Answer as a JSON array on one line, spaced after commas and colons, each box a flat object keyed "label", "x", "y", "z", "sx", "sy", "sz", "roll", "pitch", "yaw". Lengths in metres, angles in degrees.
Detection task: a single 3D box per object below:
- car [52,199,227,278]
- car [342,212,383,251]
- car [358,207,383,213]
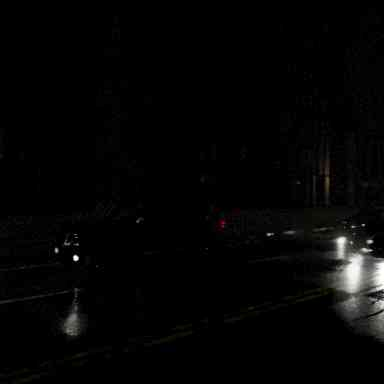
[{"label": "car", "x": -1.400, "y": 1.264, "z": 10.622, "sx": 5.566, "sy": 2.045, "sz": 2.150, "roll": 1, "pitch": -1, "yaw": -35}, {"label": "car", "x": 8.244, "y": 1.687, "z": 13.530, "sx": 4.181, "sy": 1.385, "sz": 1.994, "roll": 1, "pitch": 0, "yaw": -35}, {"label": "car", "x": 10.629, "y": 1.676, "z": 19.181, "sx": 4.892, "sy": 1.490, "sz": 1.837, "roll": 1, "pitch": -1, "yaw": -35}]
